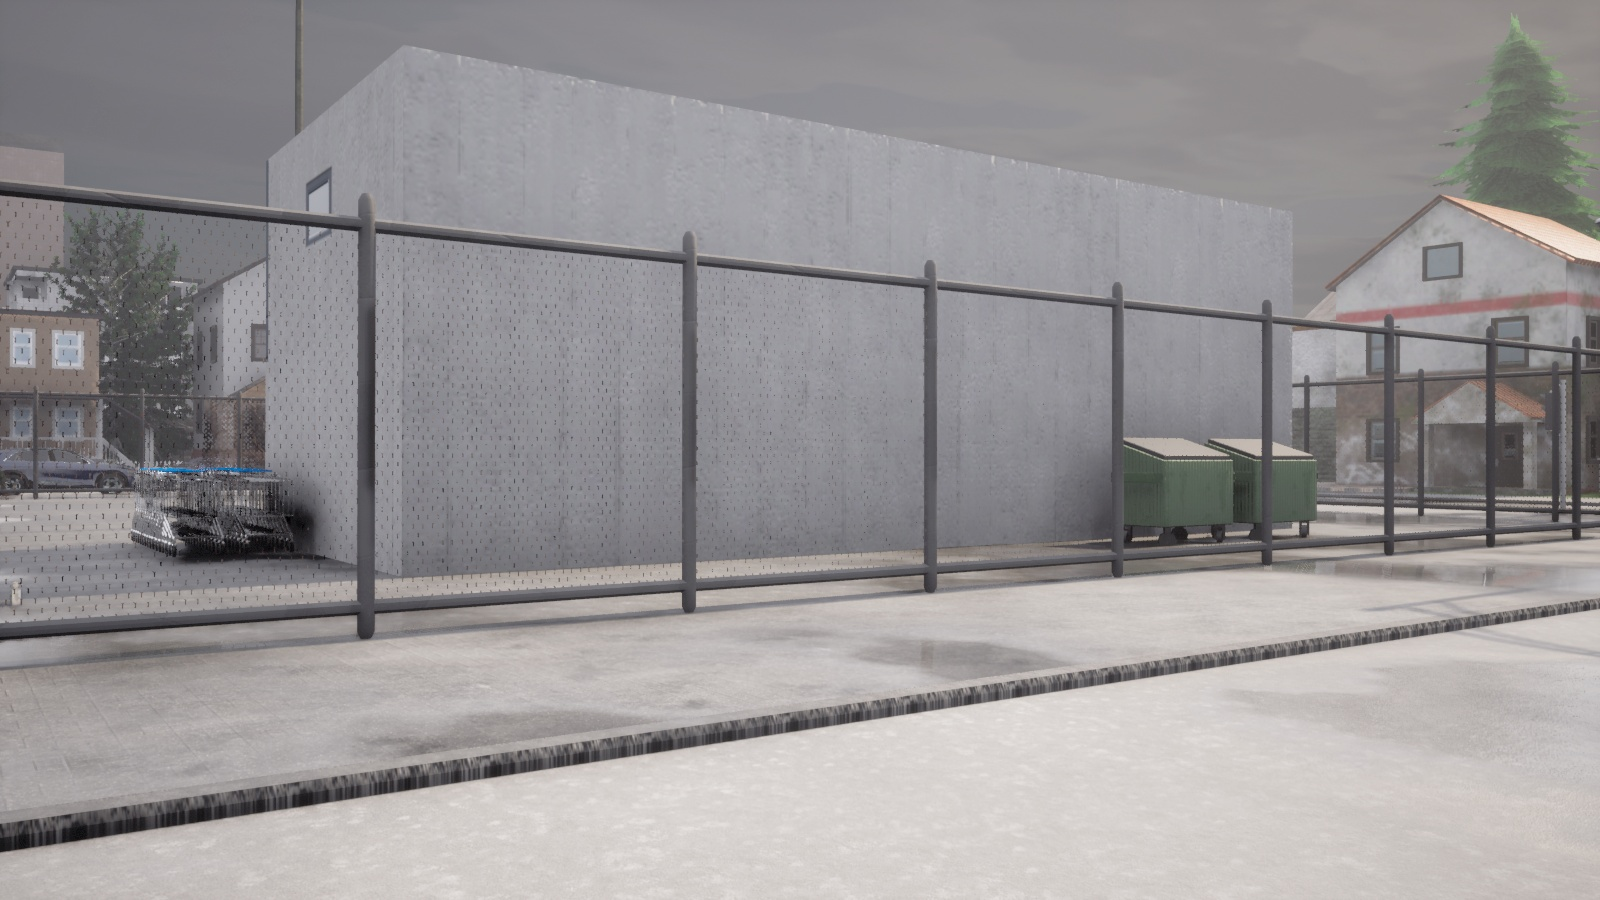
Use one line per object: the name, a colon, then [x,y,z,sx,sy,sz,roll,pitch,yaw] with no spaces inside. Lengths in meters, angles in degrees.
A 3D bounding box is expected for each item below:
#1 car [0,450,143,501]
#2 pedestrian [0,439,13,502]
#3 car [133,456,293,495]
car: [-24.908,0.831,42.177,4.856,1.649,2.033,0,0,-34]
pedestrian: [-23.465,0.594,36.724,0.703,1.840,0.431,0,0,-37]
car: [-22.669,0.959,48.582,5.357,1.411,2.033,0,0,-35]
